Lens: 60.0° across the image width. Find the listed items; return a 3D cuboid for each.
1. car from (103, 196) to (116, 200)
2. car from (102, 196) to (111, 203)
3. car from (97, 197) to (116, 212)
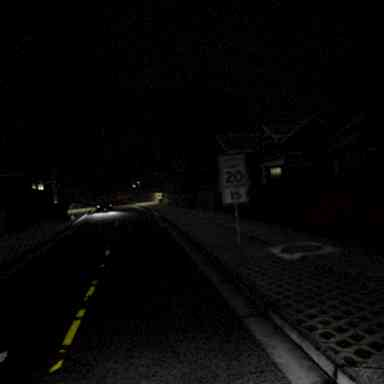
[{"bbox_3d":[-19.285,1.695,78.738,2.097,1.767,4.553,-5,1,-20],"label":"car"},{"bbox_3d":[-22.733,1.933,88.209,1.837,1.490,4.892,-5,1,-21],"label":"car"},{"bbox_3d":[-11.032,1.771,42.096,1.895,1.301,4.718,-5,1,-14],"label":"car"}]
